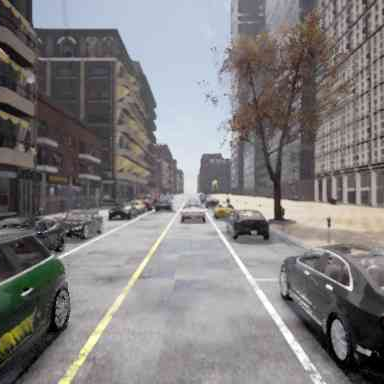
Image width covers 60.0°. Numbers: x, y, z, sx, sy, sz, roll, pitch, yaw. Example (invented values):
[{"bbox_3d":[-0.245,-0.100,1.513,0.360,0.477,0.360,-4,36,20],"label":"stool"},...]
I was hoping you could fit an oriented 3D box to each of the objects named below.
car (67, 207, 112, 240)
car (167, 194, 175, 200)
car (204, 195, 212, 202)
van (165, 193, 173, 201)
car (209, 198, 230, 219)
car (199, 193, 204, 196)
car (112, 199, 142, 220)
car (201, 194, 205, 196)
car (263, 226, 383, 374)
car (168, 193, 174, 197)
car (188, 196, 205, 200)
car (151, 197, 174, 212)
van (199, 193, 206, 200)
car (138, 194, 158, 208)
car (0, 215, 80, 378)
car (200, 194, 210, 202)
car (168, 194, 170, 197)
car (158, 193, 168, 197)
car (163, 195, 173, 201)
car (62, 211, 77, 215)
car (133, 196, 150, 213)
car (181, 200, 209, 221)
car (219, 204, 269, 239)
[{"bbox_3d":[-5.676,1.522,16.675,2.008,1.369,4.403,1,0,0],"label":"car"},{"bbox_3d":[-5.658,1.398,88.911,1.752,1.417,4.829,1,0,0],"label":"car"},{"bbox_3d":[2.711,1.481,44.521,2.008,1.369,4.403,1,0,0],"label":"car"},{"bbox_3d":[-5.657,1.220,83.511,1.690,1.788,3.998,1,0,0],"label":"van"},{"bbox_3d":[2.708,1.479,27.982,1.752,1.417,4.829,1,0,0],"label":"car"},{"bbox_3d":[2.716,1.347,61.228,1.967,1.590,4.097,1,0,0],"label":"car"},{"bbox_3d":[-5.673,1.520,27.815,1.947,1.339,4.313,1,0,0],"label":"car"},{"bbox_3d":[2.713,1.473,50.089,2.008,1.369,4.403,1,0,0],"label":"car"},{"bbox_3d":[2.702,1.541,5.532,2.008,1.369,4.403,1,0,0],"label":"car"},{"bbox_3d":[-5.663,1.458,72.371,1.947,1.339,4.313,1,0,0],"label":"car"},{"bbox_3d":[0.109,1.487,37.945,2.033,1.411,5.357,0,0,0],"label":"car"},{"bbox_3d":[-3.088,1.541,37.127,1.895,1.301,4.718,0,0,0],"label":"car"},{"bbox_3d":[2.725,1.213,89.078,1.690,1.788,3.998,1,0,0],"label":"van"},{"bbox_3d":[-5.666,1.253,38.954,2.192,1.841,5.009,1,0,0],"label":"car"},{"bbox_3d":[-3.101,1.345,3.709,2.097,1.767,4.553,0,0,0],"label":"car"},{"bbox_3d":[2.719,1.333,72.368,1.967,1.590,4.097,1,0,0],"label":"car"},{"bbox_3d":[-5.665,1.451,61.232,1.887,1.381,4.507,1,0,0],"label":"car"},{"bbox_3d":[-5.663,1.229,55.661,2.192,1.841,5.009,1,0,0],"label":"car"},{"bbox_3d":[-5.661,1.436,77.941,2.008,1.369,4.403,1,0,0],"label":"car"},{"bbox_3d":[-5.677,1.547,11.105,1.947,1.339,4.313,1,0,0],"label":"car"},{"bbox_3d":[-5.671,1.471,33.214,1.752,1.417,4.829,1,0,0],"label":"car"},{"bbox_3d":[0.105,1.557,26.567,1.895,1.301,4.718,0,0,0],"label":"car"},{"bbox_3d":[2.705,1.523,16.672,2.008,1.369,4.403,1,0,0],"label":"car"}]
